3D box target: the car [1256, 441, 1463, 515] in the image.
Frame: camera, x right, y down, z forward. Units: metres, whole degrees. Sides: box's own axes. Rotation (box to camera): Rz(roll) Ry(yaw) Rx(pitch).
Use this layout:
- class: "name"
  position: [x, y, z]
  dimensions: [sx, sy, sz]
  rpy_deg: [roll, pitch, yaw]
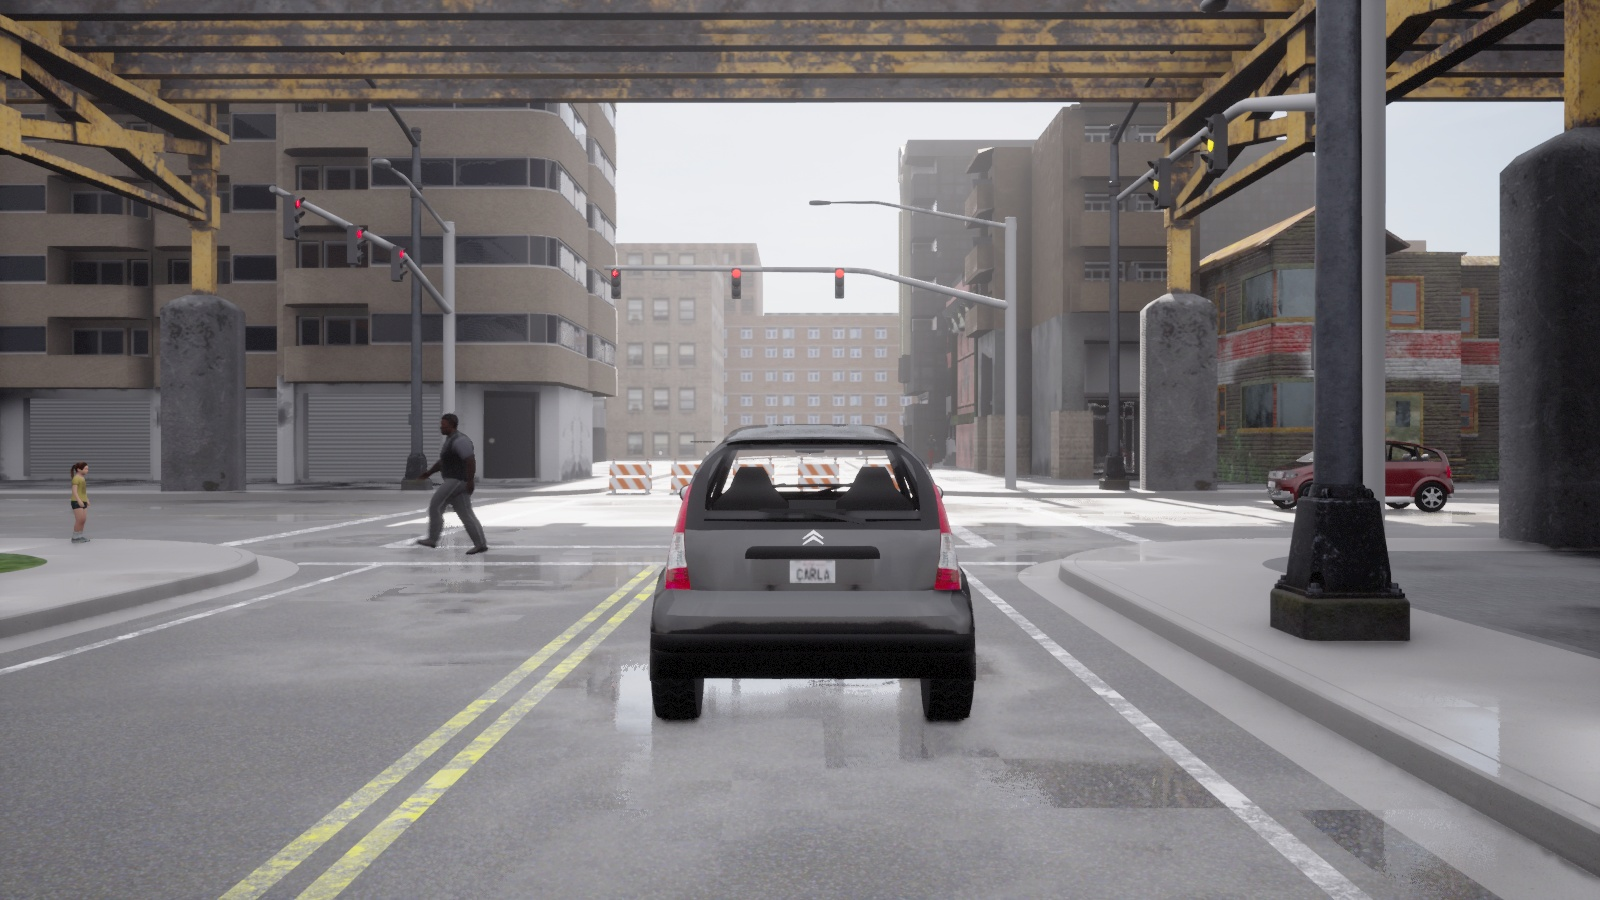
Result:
- class: "car"
  position: [12.146, 0.580, 27.426]
  dimensions: [3.705, 1.549, 1.789]
  rpy_deg: [0, 0, 0]

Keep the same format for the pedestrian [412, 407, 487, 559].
- class: "pedestrian"
  position: [-4.471, 0.411, 16.027]
  dimensions: [0.849, 1.883, 0.563]
  rpy_deg: [0, 0, -24]

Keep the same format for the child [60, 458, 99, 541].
- class: "child"
  position: [-9.805, 0.673, 17.102]
  dimensions: [0.394, 1.110, 0.255]
  rpy_deg: [0, 0, -10]

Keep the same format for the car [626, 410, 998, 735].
- class: "car"
  position: [0.073, 0.598, 8.243]
  dimensions: [1.851, 1.617, 3.988]
  rpy_deg: [0, 0, 0]

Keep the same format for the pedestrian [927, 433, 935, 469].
- class: "pedestrian"
  position: [6.659, 0.057, 63.841]
  dimensions: [0.353, 1.847, 0.614]
  rpy_deg: [0, 0, -4]
